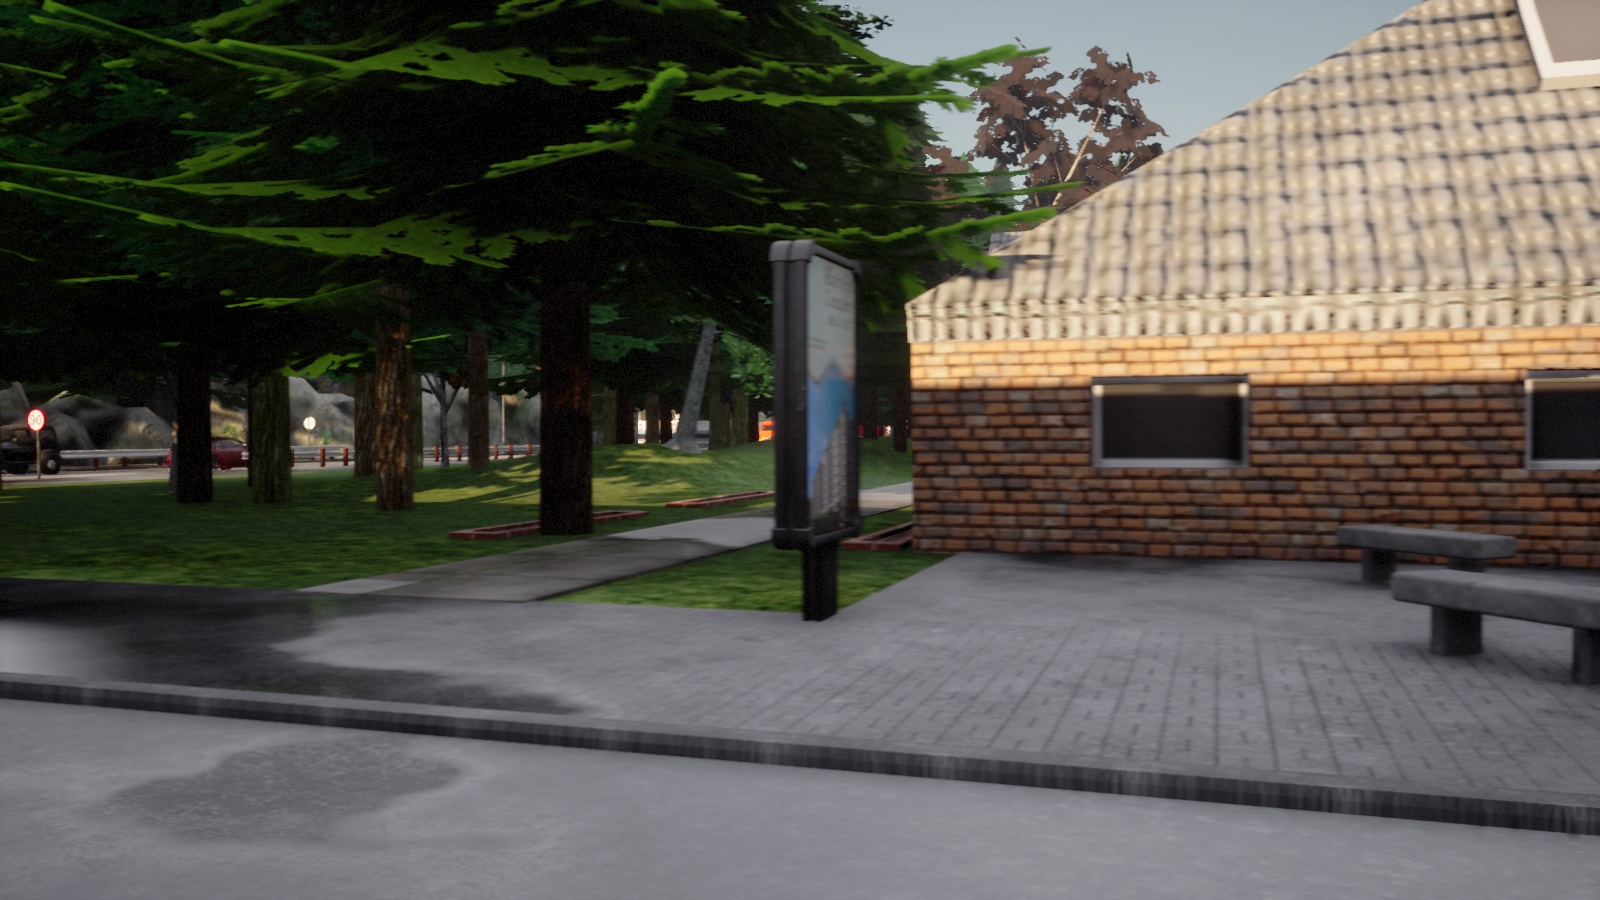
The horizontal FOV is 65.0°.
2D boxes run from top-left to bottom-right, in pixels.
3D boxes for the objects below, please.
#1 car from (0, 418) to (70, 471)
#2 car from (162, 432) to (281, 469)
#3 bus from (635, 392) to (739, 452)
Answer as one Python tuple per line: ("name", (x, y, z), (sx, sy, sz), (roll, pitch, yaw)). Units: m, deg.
("car", (-28.913, -0.217, 45.603), (1.905, 1.878, 3.866), (1, 1, 18))
("car", (-23.130, -0.003, 50.370), (1.994, 1.385, 4.181), (1, 1, 18))
("bus", (-8.349, -2.098, 94.687), (3.944, 4.253, 10.273), (1, 1, 19))
